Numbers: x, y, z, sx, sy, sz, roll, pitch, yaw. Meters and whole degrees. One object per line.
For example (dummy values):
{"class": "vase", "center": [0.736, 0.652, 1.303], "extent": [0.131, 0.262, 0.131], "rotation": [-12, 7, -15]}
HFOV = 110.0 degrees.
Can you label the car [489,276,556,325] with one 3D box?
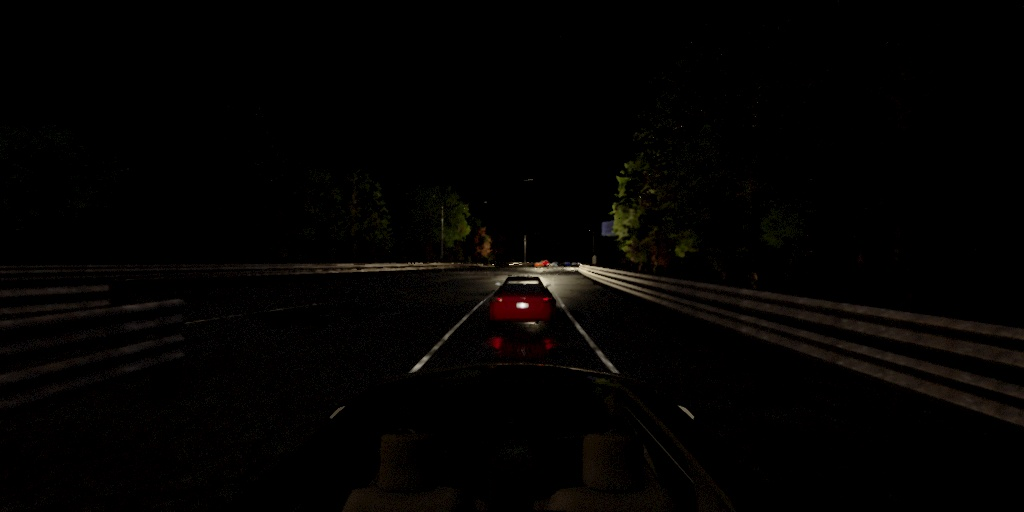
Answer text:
{"class": "car", "center": [0.373, 1.357, 11.987], "extent": [1.994, 1.385, 4.181], "rotation": [0, 0, 2]}
